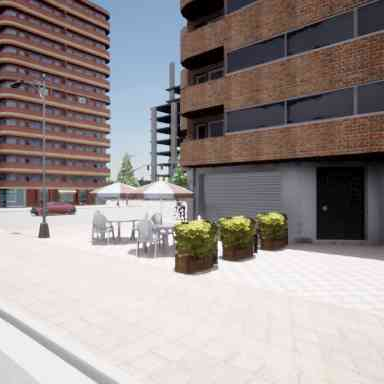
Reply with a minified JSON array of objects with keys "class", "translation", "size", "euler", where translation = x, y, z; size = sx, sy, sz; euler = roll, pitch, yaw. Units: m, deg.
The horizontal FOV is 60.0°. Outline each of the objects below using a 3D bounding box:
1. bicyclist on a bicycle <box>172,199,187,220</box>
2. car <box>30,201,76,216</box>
[{"class":"bicyclist on a bicycle","translation":[-0.968,1.356,25.431],"size":[1.656,1.620,0.582],"euler":[0,0,41]},{"class":"car","translation":[-13.650,1.619,32.927],"size":[1.994,1.385,4.181],"euler":[0,0,42]}]
